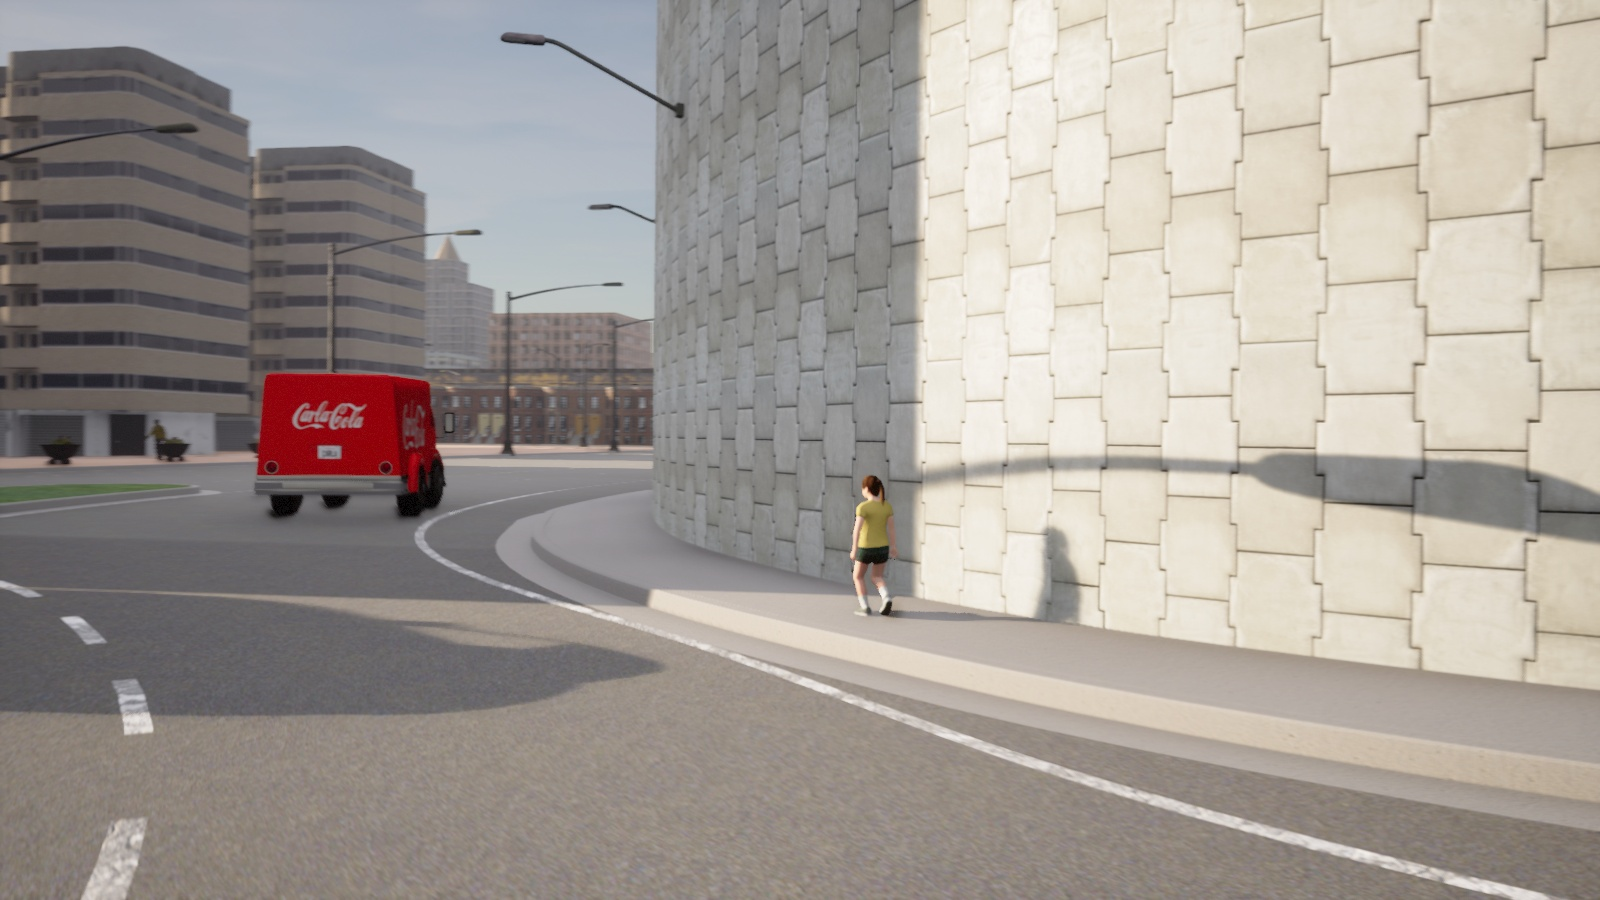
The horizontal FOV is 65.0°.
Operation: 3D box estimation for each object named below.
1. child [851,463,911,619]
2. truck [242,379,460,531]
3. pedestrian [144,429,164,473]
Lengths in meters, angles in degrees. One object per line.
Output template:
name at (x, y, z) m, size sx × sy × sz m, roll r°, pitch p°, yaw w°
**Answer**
child at (0.593, 0.658, 9.264) m, size 0.255 × 1.110 × 0.394 m, roll -1°, pitch 1°, yaw -30°
truck at (-8.074, 0.047, 23.268) m, size 2.627 × 2.467 × 5.204 m, roll -1°, pitch 1°, yaw -6°
pedestrian at (-27.394, 0.034, 53.254) m, size 0.370 × 1.835 × 0.726 m, roll 0°, pitch 1°, yaw 12°
